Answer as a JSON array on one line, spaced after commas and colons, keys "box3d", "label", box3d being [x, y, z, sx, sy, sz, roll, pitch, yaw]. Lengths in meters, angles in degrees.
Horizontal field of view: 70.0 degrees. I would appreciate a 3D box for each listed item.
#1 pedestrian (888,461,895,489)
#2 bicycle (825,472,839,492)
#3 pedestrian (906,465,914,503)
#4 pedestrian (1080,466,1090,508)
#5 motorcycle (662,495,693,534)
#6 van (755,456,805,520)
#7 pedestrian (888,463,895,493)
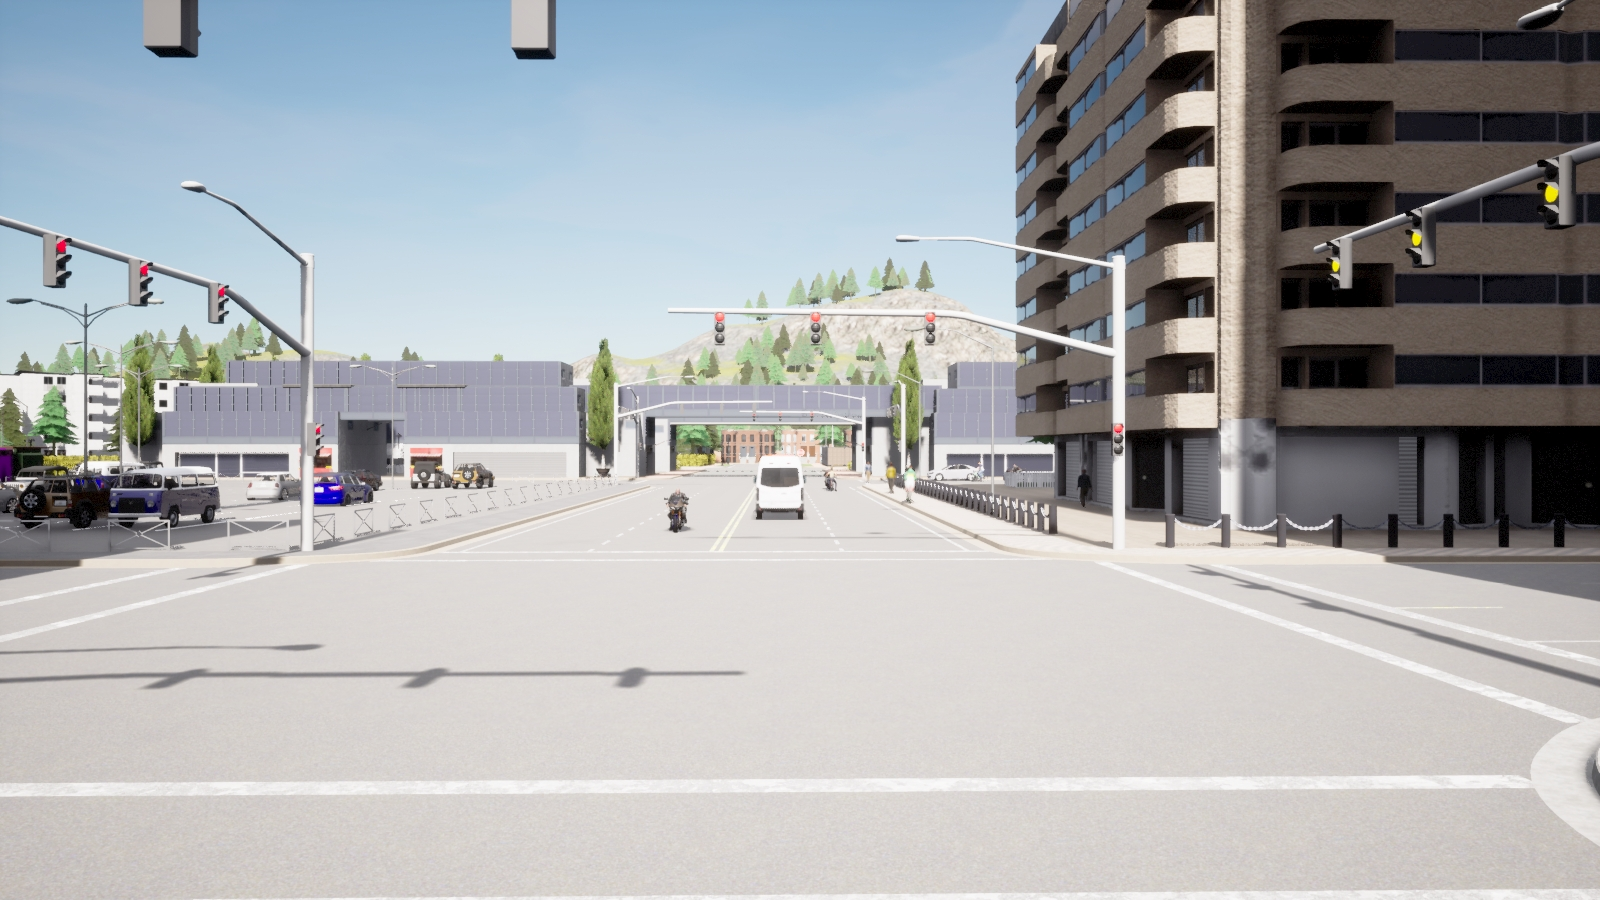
[{"box3d": [6.112, 1.697, 76.289, 0.375, 1.860, 0.375, 0, 0, -1], "label": "pedestrian"}, {"box3d": [2.134, 2.158, 77.288, 0.859, 1.276, 1.487, 0, 0, -1], "label": "bicycle"}, {"box3d": [5.470, 1.695, 56.899, 0.375, 1.860, 0.375, 0, 0, -1], "label": "pedestrian"}, {"box3d": [12.667, 1.658, 50.869, 0.375, 1.860, 0.375, 0, 0, 4], "label": "pedestrian"}, {"box3d": [-4.213, 2.205, 39.441, 0.867, 1.251, 2.209, 0, 0, -1], "label": "motorcycle"}, {"box3d": [-0.857, 1.534, 48.779, 1.988, 2.561, 5.915, 0, 0, -1], "label": "van"}, {"box3d": [5.545, 1.695, 69.457, 0.375, 1.860, 0.375, 0, 0, 0], "label": "pedestrian"}]
